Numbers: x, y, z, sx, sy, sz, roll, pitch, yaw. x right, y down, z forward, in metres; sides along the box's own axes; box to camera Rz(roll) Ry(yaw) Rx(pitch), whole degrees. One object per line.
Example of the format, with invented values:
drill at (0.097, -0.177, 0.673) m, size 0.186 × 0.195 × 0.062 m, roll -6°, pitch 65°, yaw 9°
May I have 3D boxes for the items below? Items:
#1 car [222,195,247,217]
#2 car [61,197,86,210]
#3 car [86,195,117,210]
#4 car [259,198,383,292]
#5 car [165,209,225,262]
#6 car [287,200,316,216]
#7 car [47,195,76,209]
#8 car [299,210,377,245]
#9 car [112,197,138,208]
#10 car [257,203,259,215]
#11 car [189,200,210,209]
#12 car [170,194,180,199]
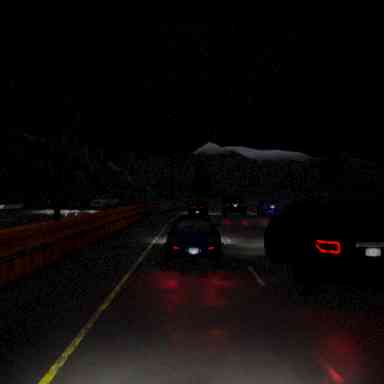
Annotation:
car at (4.124, 1.334, 32.551) m, size 2.150 × 2.045 × 5.566 m, roll 0°, pitch 0°, yaw 5°
car at (-15.582, 1.763, 45.809) m, size 1.895 × 1.301 × 4.718 m, roll 0°, pitch 0°, yaw 9°
car at (-11.976, 1.384, 46.152) m, size 2.150 × 2.045 × 5.566 m, roll 0°, pitch 0°, yaw 10°
car at (3.552, 1.256, 9.165) m, size 2.150 × 2.045 × 5.566 m, roll 0°, pitch 0°, yaw 0°
car at (0.067, 1.568, 12.168) m, size 1.812 × 1.442 × 4.674 m, roll 0°, pitch 0°, yaw 0°
car at (11.401, 1.597, 34.934) m, size 1.882 × 1.535 × 5.008 m, roll 0°, pitch 0°, yaw 6°
car at (-18.700, 1.395, 48.310) m, size 2.150 × 2.045 × 5.566 m, roll 0°, pitch -1°, yaw 10°
car at (7.083, 1.658, 16.786) m, size 1.895 × 1.301 × 4.718 m, roll 0°, pitch 0°, yaw 0°
car at (-8.661, 1.721, 44.612) m, size 1.994 × 1.385 × 4.181 m, roll 0°, pitch 0°, yaw 9°
car at (7.727, 1.467, 33.283) m, size 2.097 × 1.767 × 4.553 m, roll 0°, pitch 0°, yaw 5°
car at (0.727, 1.622, 33.575) m, size 1.837 × 1.490 × 4.892 m, roll 0°, pitch 0°, yaw 5°
car at (-4.274, 1.410, 84.694) m, size 1.837 × 1.490 × 4.892 m, roll 0°, pitch 0°, yaw 24°
